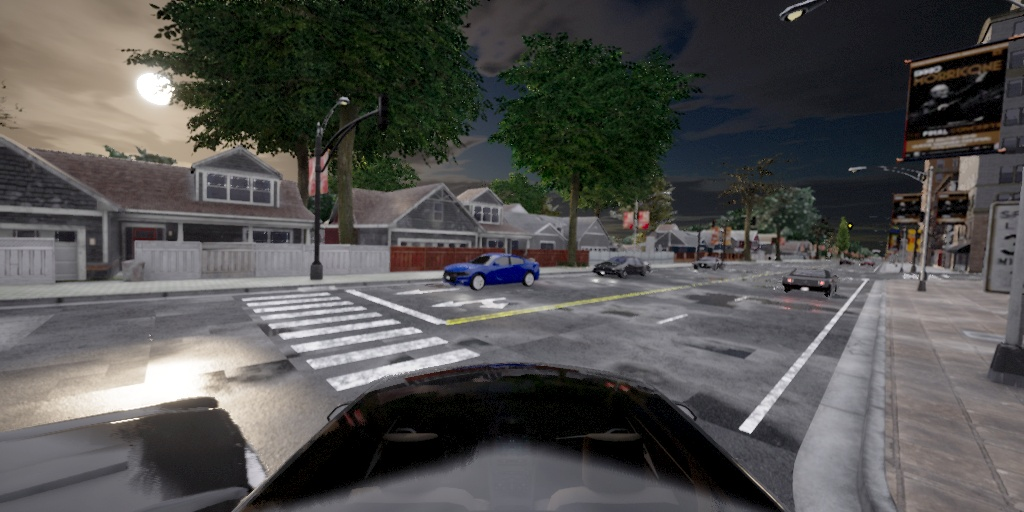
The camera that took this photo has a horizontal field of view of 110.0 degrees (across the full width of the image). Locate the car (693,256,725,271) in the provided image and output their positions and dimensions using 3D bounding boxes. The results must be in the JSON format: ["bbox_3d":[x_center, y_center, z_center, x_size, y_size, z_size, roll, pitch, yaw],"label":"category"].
[{"bbox_3d":[20.145,0.739,36.576,4.181,1.385,1.994,0,3,-44],"label":"car"}]

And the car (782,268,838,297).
[{"bbox_3d":[16.057,1.323,19.172,4.718,1.301,1.895,0,3,-44],"label":"car"}]

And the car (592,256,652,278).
[{"bbox_3d":[7.748,0.701,24.824,5.357,1.411,2.033,0,3,-44],"label":"car"}]

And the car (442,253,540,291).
[{"bbox_3d":[-0.840,0.628,16.591,5.008,1.535,1.882,0,3,-44],"label":"car"}]

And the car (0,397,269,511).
[{"bbox_3d":[-3.265,1.305,0.662,4.718,1.301,1.895,0,3,-44],"label":"car"}]
